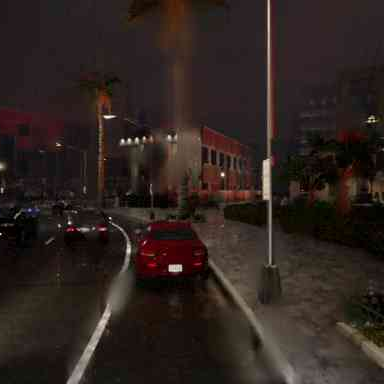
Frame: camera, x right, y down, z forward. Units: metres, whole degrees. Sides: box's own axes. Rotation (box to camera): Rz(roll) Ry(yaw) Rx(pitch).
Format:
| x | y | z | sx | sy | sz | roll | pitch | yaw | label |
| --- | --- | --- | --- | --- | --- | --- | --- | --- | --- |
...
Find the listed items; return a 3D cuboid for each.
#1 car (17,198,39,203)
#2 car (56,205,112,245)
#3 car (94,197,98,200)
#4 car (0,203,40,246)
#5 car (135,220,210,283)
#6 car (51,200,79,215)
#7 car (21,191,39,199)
| x | y | z | sx | sy | sz | roll | pitch | yaw | label |
| --- | --- | --- | --- | --- | --- | --- | --- | --- | --- |
| -14.589 | 1.536 | 29.015 | 2.033 | 1.411 | 5.357 | 0 | 0 | -34 | car |
| -4.829 | 1.544 | 15.670 | 2.033 | 1.411 | 5.357 | 0 | 0 | -14 | car |
| -26.644 | 1.554 | 85.529 | 4.718 | 1.301 | 1.895 | 0 | 0 | 24 | car |
| -8.314 | 1.486 | 15.128 | 2.128 | 1.511 | 4.902 | 0 | 0 | -14 | car |
| -0.665 | 1.525 | 9.662 | 1.812 | 1.442 | 4.674 | 0 | 0 | -7 | car |
| -11.880 | 1.483 | 31.229 | 2.128 | 1.511 | 4.902 | 0 | 0 | -35 | car |
| -33.931 | 1.226 | 68.961 | 4.553 | 1.767 | 2.185 | 0 | 0 | 24 | car |
